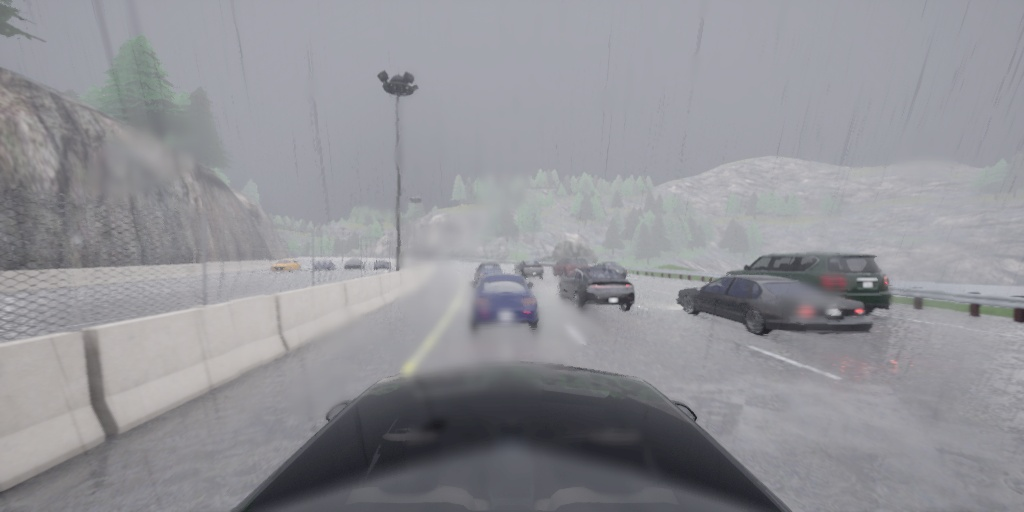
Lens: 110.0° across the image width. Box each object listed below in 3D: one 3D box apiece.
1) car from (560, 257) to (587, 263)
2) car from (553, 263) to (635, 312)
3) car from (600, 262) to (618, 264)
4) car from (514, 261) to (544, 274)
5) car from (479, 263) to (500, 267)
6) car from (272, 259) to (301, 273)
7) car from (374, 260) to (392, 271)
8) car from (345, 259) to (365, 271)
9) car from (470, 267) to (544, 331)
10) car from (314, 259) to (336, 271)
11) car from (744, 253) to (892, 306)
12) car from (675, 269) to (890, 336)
[{"bbox_3d":[4.854,0.970,29.509,2.097,1.767,4.553,0,0,-8],"label":"car"},{"bbox_3d":[3.071,1.183,13.799,2.128,1.511,4.902,0,0,-4],"label":"car"},{"bbox_3d":[8.185,1.169,30.894,1.994,1.385,4.181,0,0,-9],"label":"car"},{"bbox_3d":[1.327,1.121,29.461,2.128,1.511,4.902,0,0,-9],"label":"car"},{"bbox_3d":[-1.619,1.201,25.371,2.033,1.411,5.357,0,0,-7],"label":"car"},{"bbox_3d":[-26.429,1.122,42.158,1.882,1.535,5.008,0,1,-15],"label":"car"},{"bbox_3d":[-16.899,1.164,47.137,1.994,1.385,4.181,0,0,-15],"label":"car"},{"bbox_3d":[-20.339,1.089,46.488,1.882,1.535,5.008,0,0,-15],"label":"car"},{"bbox_3d":[-0.257,1.238,10.750,1.812,1.442,4.674,0,0,-3],"label":"car"},{"bbox_3d":[-23.614,1.150,45.204,1.812,1.442,4.674,0,0,-15],"label":"car"},{"bbox_3d":[10.141,0.900,13.028,2.150,2.045,5.566,0,1,-3],"label":"car"},{"bbox_3d":[6.779,1.244,10.187,2.033,1.411,5.357,0,0,-3],"label":"car"}]
